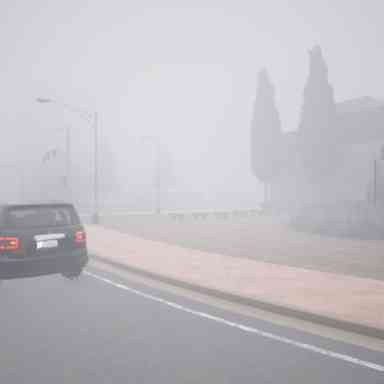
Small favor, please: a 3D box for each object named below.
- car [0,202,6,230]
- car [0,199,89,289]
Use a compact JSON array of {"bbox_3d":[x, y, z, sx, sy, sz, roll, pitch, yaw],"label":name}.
[{"bbox_3d":[-13.405,1.491,21.415,2.128,1.511,4.902,0,0,-34],"label":"car"},{"bbox_3d":[-4.841,1.221,9.234,2.150,2.045,5.566,0,0,-41],"label":"car"}]
